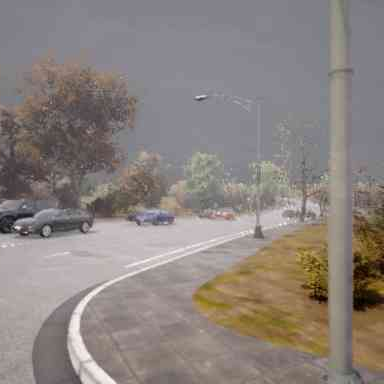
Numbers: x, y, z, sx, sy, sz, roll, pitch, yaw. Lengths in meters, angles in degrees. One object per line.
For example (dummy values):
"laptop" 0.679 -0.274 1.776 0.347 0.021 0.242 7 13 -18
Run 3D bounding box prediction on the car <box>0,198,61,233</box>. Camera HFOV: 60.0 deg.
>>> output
"car" -10.707 1.417 21.108 2.150 2.045 5.566 0 -2 24

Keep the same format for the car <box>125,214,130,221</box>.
"car" -4.665 2.393 34.529 2.033 1.411 5.357 0 -3 24

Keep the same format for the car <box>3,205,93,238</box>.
"car" -7.783 1.685 19.079 1.837 1.490 4.892 0 -2 24

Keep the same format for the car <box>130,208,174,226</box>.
"car" -3.162 2.155 29.342 1.812 1.442 4.674 0 -3 24

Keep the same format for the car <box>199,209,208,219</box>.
"car" 2.617 3.334 50.507 1.812 1.442 4.674 0 -3 25

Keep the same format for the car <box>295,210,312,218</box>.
"car" 25.316 5.104 75.324 2.033 1.411 5.357 0 -2 24

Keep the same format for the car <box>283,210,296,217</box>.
"car" 22.125 5.100 76.761 2.033 1.411 5.357 0 -2 24

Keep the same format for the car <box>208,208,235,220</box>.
"car" 4.412 2.981 46.045 2.097 1.767 4.553 0 -3 25

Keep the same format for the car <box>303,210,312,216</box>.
"car" 29.561 5.329 84.753 1.812 1.442 4.674 0 0 24

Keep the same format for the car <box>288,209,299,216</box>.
"car" 26.369 5.325 86.190 2.128 1.511 4.902 0 0 24
